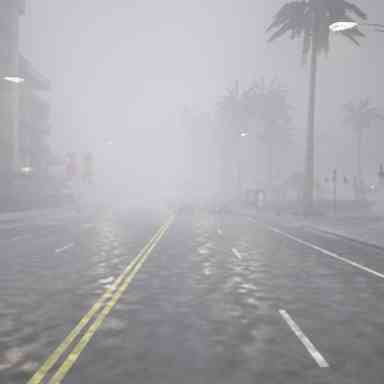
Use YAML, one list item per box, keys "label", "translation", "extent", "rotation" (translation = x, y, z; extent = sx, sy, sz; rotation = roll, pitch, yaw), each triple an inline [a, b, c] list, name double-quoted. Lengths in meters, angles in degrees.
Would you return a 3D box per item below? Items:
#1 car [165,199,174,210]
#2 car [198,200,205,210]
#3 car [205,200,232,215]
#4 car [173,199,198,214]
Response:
- label: "car"
  translation: [-2.692, 1.802, 48.038]
  extent: [1.812, 1.442, 4.674]
  rotation: [0, 0, -16]
- label: "car"
  translation: [1.360, 1.815, 46.632]
  extent: [2.033, 1.411, 5.357]
  rotation: [0, 0, -14]
- label: "car"
  translation: [2.957, 1.811, 36.649]
  extent: [1.895, 1.301, 4.718]
  rotation: [0, 0, -6]
- label: "car"
  translation: [-0.807, 1.746, 38.338]
  extent: [1.812, 1.442, 4.674]
  rotation: [0, 0, -7]
